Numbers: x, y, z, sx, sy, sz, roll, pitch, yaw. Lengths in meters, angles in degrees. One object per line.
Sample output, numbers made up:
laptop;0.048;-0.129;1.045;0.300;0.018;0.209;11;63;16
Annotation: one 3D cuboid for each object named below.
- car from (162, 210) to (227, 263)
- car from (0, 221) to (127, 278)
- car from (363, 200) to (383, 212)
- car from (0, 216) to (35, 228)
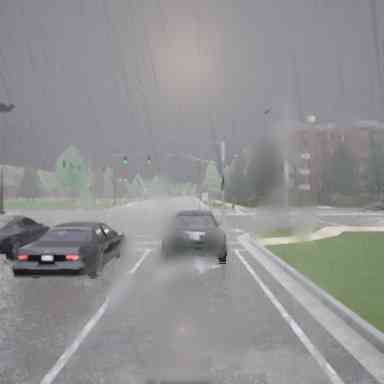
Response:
car;0.099;1.454;12.477;2.097;1.767;4.553;0;0;0
car;-3.414;1.632;10.371;2.033;1.411;5.357;0;0;0
car;24.949;1.841;43.288;4.902;1.511;2.128;0;0;0
car;-6.910;1.630;12.732;1.812;1.442;4.674;0;0;0
